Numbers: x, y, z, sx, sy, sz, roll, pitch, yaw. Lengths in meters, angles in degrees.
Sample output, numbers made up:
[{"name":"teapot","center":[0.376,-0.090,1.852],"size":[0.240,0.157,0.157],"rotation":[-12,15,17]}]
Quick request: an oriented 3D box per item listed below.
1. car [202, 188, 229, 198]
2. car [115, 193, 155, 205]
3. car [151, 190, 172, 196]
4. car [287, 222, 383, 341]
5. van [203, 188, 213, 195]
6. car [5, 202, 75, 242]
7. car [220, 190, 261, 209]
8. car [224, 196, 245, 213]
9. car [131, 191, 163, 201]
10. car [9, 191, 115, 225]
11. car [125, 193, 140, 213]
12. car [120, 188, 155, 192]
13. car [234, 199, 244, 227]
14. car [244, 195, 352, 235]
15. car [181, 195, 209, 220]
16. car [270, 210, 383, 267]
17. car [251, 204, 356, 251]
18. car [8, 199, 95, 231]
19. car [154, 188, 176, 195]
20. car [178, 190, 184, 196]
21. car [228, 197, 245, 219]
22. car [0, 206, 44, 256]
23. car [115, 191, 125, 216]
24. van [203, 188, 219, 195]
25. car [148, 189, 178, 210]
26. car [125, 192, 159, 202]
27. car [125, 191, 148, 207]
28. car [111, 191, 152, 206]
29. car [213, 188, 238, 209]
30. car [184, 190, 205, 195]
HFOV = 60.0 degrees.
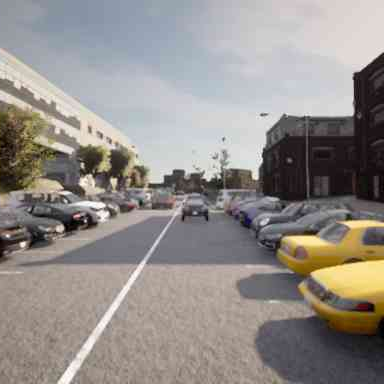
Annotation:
[{"name":"car","center":[5.088,0.138,71.996],"size":[5.566,2.045,2.435],"rotation":[0,1,0]},{"name":"car","center":[-7.449,0.847,43.855],"size":[4.792,1.488,2.163],"rotation":[0,1,0]},{"name":"car","center":[-7.256,0.284,80.169],"size":[4.792,1.488,2.163],"rotation":[0,1,0]},{"name":"car","center":[4.518,1.421,5.272],"size":[5.366,1.575,1.946],"rotation":[0,1,0]},{"name":"van","center":[5.162,0.207,69.205],"size":[4.442,1.987,1.878],"rotation":[0,1,0]},{"name":"car","center":[-7.591,1.295,13.131],"size":[4.892,1.521,2.231],"rotation":[0,1,0]},{"name":"car","center":[4.783,0.978,25.960],"size":[4.553,1.767,2.185],"rotation":[0,1,0]},{"name":"car","center":[4.795,1.189,23.024],"size":[4.674,1.452,2.002],"rotation":[0,1,0]},{"name":"car","center":[-7.357,0.646,54.904],"size":[5.008,1.535,2.097],"rotation":[0,1,0]},{"name":"car","center":[-7.526,0.956,18.713],"size":[5.566,2.045,2.435],"rotation":[0,1,0]},{"name":"car","center":[-7.465,1.063,29.888],"size":[4.792,1.488,2.163],"rotation":[0,1,0]},{"name":"car","center":[-7.478,0.653,38.265],"size":[5.566,2.045,2.435],"rotation":[0,1,0]},{"name":"car","center":[4.795,1.272,17.023],"size":[4.792,1.488,2.163],"rotation":[0,1,0]},{"name":"car","center":[4.782,1.162,14.083],"size":[4.553,1.767,2.185],"rotation":[0,1,0]},{"name":"car","center":[0.223,1.175,24.086],"size":[1.812,1.442,4.674],"rotation":[0,1,1]},{"name":"car","center":[4.904,1.376,8.209],"size":[5.366,1.575,1.946],"rotation":[0,1,0]},{"name":"car","center":[4.742,1.332,11.273],"size":[4.892,1.521,2.231],"rotation":[0,1,0]},{"name":"car","center":[-7.564,1.250,15.923],"size":[5.008,1.535,2.097],"rotation":[0,1,0]},{"name":"car","center":[-7.154,-0.127,88.544],"size":[5.566,2.045,2.435],"rotation":[0,1,0]},{"name":"car","center":[-2.604,0.272,75.063],"size":[1.812,1.442,4.674],"rotation":[0,1,0]},{"name":"car","center":[4.779,1.236,19.962],"size":[4.674,1.452,2.002],"rotation":[0,1,0]},{"name":"car","center":[-7.594,1.340,10.212],"size":[4.892,1.521,2.231],"rotation":[0,1,0]},{"name":"car","center":[-7.557,0.997,24.177],"size":[4.553,1.767,2.185],"rotation":[0,1,0]},{"name":"van","center":[5.295,-0.154,94.309],"size":[4.442,1.987,1.878],"rotation":[0,0,0]},{"name":"car","center":[-2.918,0.841,34.248],"size":[2.097,1.767,4.553],"rotation":[0,1,0]},{"name":"car","center":[-7.389,0.771,49.444],"size":[4.674,1.452,2.002],"rotation":[0,1,0]},{"name":"car","center":[-7.495,0.977,35.477],"size":[4.792,1.488,2.163],"rotation":[0,1,0]},{"name":"car","center":[-7.405,0.735,41.061],"size":[4.553,1.767,2.185],"rotation":[0,1,0]},{"name":"car","center":[4.857,0.809,28.770],"size":[5.566,2.045,2.435],"rotation":[0,1,0]},{"name":"car","center":[0.314,0.870,40.650],"size":[1.882,1.535,5.008],"rotation":[0,1,0]}]
